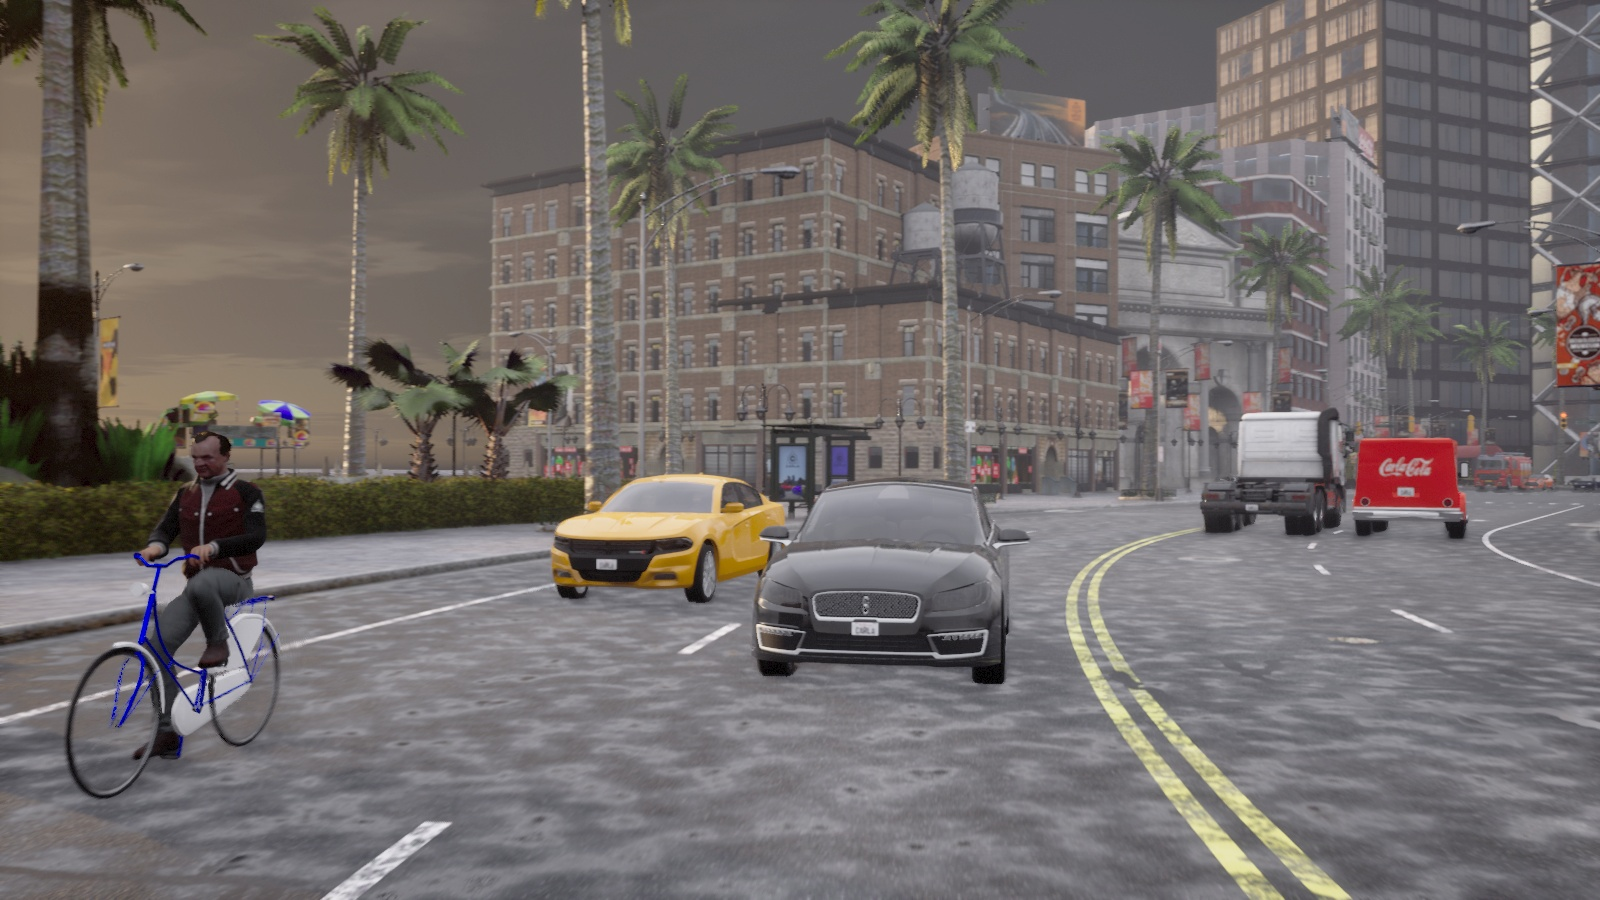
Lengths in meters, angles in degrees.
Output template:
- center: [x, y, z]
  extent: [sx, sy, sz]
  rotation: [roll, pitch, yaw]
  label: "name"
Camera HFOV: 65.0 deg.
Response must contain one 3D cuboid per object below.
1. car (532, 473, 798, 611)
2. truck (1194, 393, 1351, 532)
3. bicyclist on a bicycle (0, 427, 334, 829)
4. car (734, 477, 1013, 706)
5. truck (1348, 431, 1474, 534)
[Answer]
- center: [-1.559, 1.076, 16.646]
  extent: [1.882, 1.535, 5.008]
  rotation: [0, -1, 14]
  label: "car"
- center: [13.512, 0.385, 35.453]
  extent: [2.891, 3.462, 7.936]
  rotation: [-1, -1, 30]
  label: "truck"
- center: [-3.175, 0.804, 6.515]
  extent: [0.659, 1.776, 1.843]
  rotation: [0, -1, 6]
  label: "bicyclist on a bicycle"
- center: [0.888, 1.000, 10.914]
  extent: [1.837, 1.490, 4.892]
  rotation: [0, -1, 10]
  label: "car"
- center: [16.147, 0.831, 32.999]
  extent: [2.627, 2.467, 5.204]
  rotation: [-1, -1, 30]
  label: "truck"
